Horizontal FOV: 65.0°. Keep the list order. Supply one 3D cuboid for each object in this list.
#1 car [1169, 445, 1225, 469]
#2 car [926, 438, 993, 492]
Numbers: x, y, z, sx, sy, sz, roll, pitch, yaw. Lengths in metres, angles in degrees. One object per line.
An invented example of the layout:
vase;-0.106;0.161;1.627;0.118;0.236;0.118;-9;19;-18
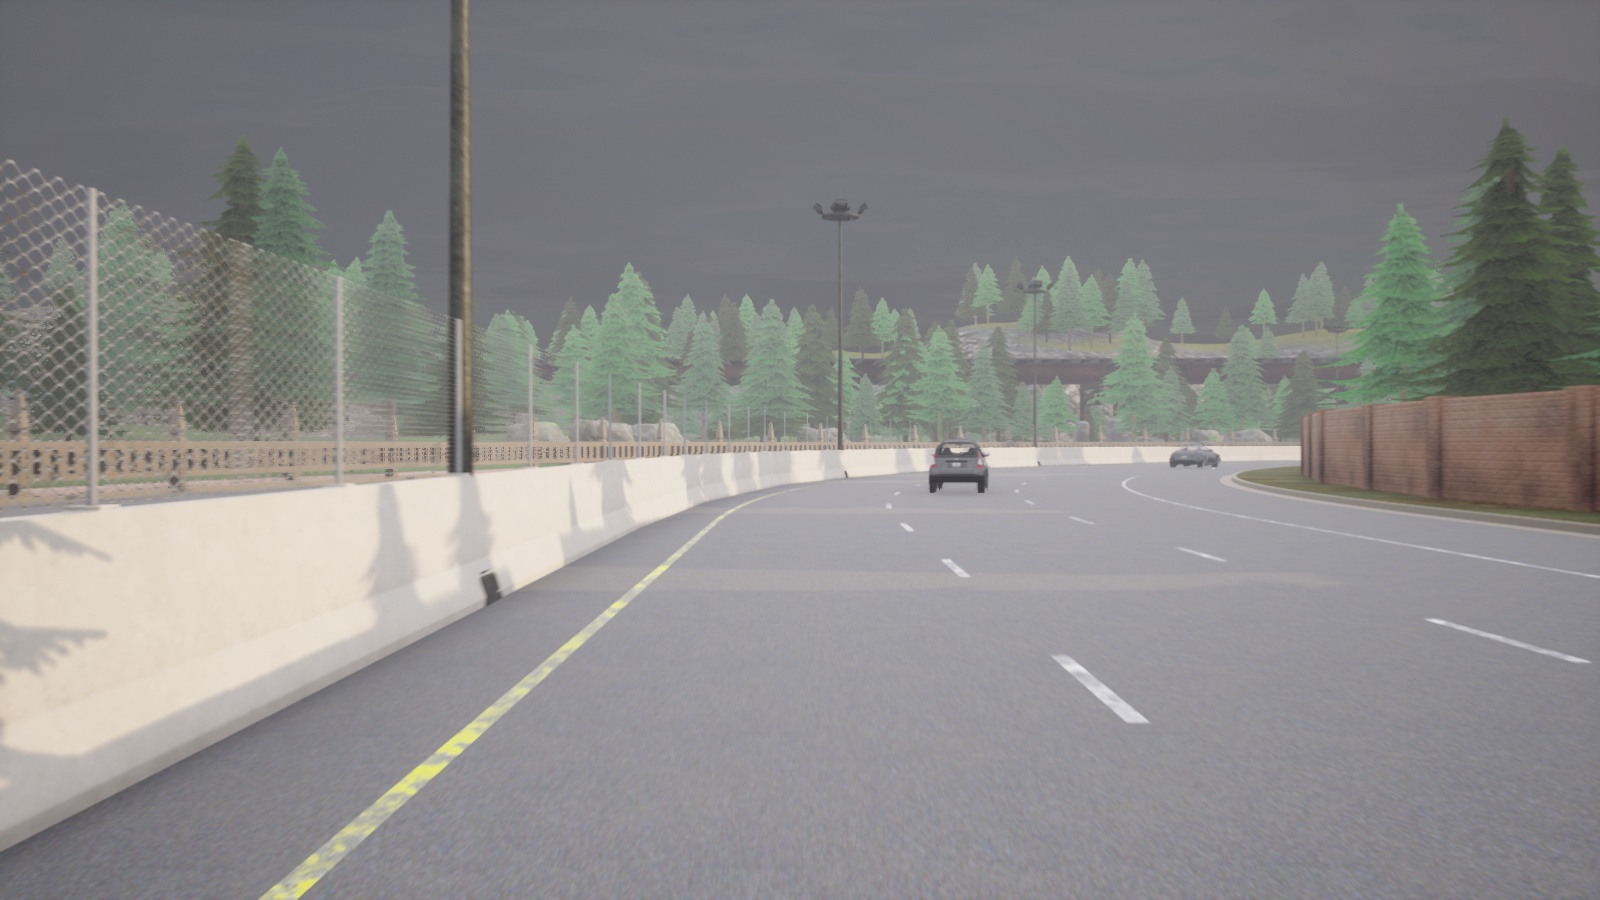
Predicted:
car;23.769;0.411;75.052;1.994;1.385;4.181;0;0;35
car;5.061;0.428;39.481;1.851;1.617;3.988;0;0;10
